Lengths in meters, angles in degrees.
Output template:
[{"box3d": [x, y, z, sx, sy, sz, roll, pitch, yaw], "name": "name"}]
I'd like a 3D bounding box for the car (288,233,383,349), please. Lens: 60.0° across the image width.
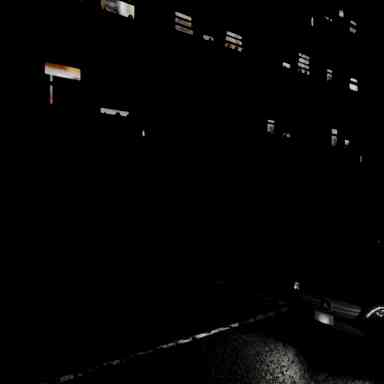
[{"box3d": [3.769, 1.526, 6.073, 4.674, 1.442, 1.812, 0, 0, -36], "name": "car"}]
